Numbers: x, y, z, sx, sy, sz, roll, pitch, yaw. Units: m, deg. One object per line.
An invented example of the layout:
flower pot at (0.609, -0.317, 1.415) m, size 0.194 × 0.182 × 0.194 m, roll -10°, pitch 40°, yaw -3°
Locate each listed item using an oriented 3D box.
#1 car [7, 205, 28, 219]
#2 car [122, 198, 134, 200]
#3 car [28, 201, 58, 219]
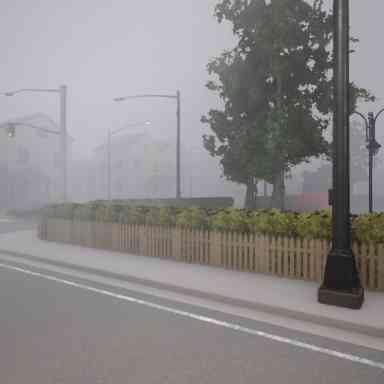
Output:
car at (-13.259, 1.547, 29.458) m, size 2.033 × 1.411 × 5.357 m, roll 0°, pitch 0°, yaw 35°
car at (-7.317, 1.491, 38.004) m, size 2.128 × 1.511 × 4.902 m, roll 0°, pitch 0°, yaw 35°
car at (-10.368, 1.601, 27.136) m, size 1.895 × 1.301 × 4.718 m, roll 0°, pitch 0°, yaw 35°
